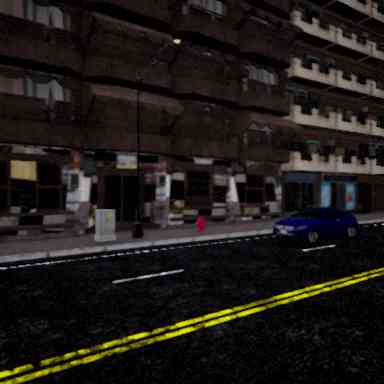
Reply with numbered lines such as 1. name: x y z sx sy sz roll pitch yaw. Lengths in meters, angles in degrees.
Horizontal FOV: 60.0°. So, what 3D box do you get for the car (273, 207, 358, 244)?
1. car: 5.827 1.431 15.424 4.674 1.442 1.812 0 0 -34
